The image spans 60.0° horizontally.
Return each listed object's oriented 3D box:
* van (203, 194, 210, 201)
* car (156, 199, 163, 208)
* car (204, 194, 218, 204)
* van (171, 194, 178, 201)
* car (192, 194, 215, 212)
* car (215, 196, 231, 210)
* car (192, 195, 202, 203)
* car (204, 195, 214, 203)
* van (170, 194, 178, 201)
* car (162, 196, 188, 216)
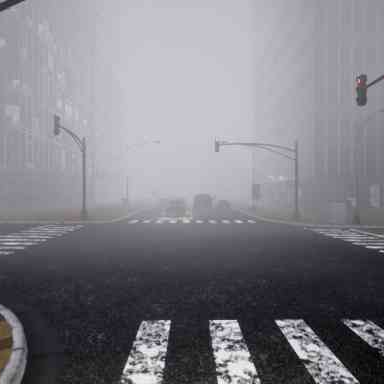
[{"bbox_3d":[3.485,1.321,80.532,1.690,1.788,3.998,0,0,0],"label":"van"},{"bbox_3d":[-4.160,1.592,47.311,1.802,1.307,4.206,0,0,0],"label":"car"},{"bbox_3d":[3.603,1.313,63.949,2.192,1.841,5.009,0,0,0],"label":"car"},{"bbox_3d":[-4.434,1.315,86.003,1.690,1.788,3.998,0,0,0],"label":"van"},{"bbox_3d":[1.224,1.236,38.826,2.150,2.045,5.566,0,0,1],"label":"car"},{"bbox_3d":[3.809,1.579,41.841,1.947,1.339,4.313,0,0,0],"label":"car"},{"bbox_3d":[0.974,1.512,73.183,2.128,1.511,4.902,0,0,0],"label":"car"},{"bbox_3d":[3.564,1.432,69.477,1.967,1.590,4.097,0,0,0],"label":"car"},{"bbox_3d":[-4.395,1.321,80.476,1.690,1.788,3.998,0,0,0],"label":"van"},{"bbox_3d":[-1.593,1.494,33.326,1.882,1.535,5.008,0,0,0],"label":"car"}]
